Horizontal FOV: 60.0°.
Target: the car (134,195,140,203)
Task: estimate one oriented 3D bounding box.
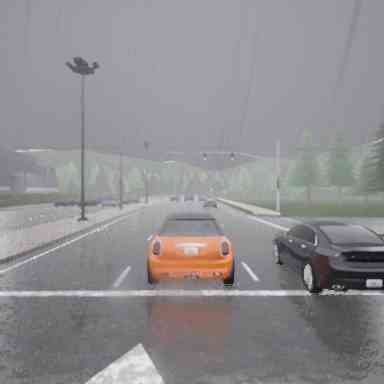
[{"bbox_3d":[-12.244,1.413,70.052,2.097,1.767,4.553,0,0,0],"label":"car"}]

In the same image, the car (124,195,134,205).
[{"bbox_3d":[-12.318,1.614,60.033,1.994,1.385,4.181,0,0,0],"label":"car"}]

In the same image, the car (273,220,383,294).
[{"bbox_3d":[3.504,1.511,8.823,1.837,1.490,4.892,0,0,0],"label":"car"}]

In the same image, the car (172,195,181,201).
[{"bbox_3d":[-4.113,1.547,88.946,1.994,1.385,4.181,0,0,0],"label":"car"}]

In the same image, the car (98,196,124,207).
[{"bbox_3d":[-12.444,1.644,51.390,1.895,1.301,4.718,0,0,1],"label":"car"}]

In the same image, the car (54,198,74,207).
[{"bbox_3d":[-19.436,1.646,51.279,1.895,1.301,4.718,0,0,1],"label":"car"}]

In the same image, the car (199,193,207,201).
[{"bbox_3d":[2.887,1.217,88.951,2.150,2.045,5.566,0,0,0],"label":"car"}]

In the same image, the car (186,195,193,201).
[{"bbox_3d":[-0.613,1.472,88.952,1.882,1.535,5.008,0,0,0],"label":"car"}]

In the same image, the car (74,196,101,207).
[{"bbox_3d":[-15.948,1.645,51.040,1.895,1.301,4.718,0,0,1],"label":"car"}]

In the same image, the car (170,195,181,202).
[{"bbox_3d":[-4.179,1.557,78.880,1.837,1.490,4.892,0,0,0],"label":"car"}]

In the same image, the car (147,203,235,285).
[{"bbox_3d":[-0.046,1.360,9.696,2.097,1.767,4.553,0,0,-1],"label":"car"}]

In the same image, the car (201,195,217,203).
[{"bbox_3d":[2.590,1.562,47.521,1.812,1.442,4.674,0,0,0],"label":"car"}]

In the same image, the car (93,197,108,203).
[{"bbox_3d":[-19.242,1.655,70.438,1.895,1.301,4.718,0,0,0],"label":"car"}]

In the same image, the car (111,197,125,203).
[{"bbox_3d":[-15.739,1.654,70.798,1.895,1.301,4.718,0,0,0],"label":"car"}]

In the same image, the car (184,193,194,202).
[{"bbox_3d":[-0.681,1.283,78.590,2.150,2.045,5.566,0,0,0],"label":"car"}]

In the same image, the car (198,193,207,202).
[{"bbox_3d":[2.821,1.581,78.898,1.812,1.442,4.674,0,0,0],"label":"car"}]

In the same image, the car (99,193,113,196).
[{"bbox_3d":[-15.814,1.273,60.703,2.150,2.045,5.566,0,0,0],"label":"car"}]
